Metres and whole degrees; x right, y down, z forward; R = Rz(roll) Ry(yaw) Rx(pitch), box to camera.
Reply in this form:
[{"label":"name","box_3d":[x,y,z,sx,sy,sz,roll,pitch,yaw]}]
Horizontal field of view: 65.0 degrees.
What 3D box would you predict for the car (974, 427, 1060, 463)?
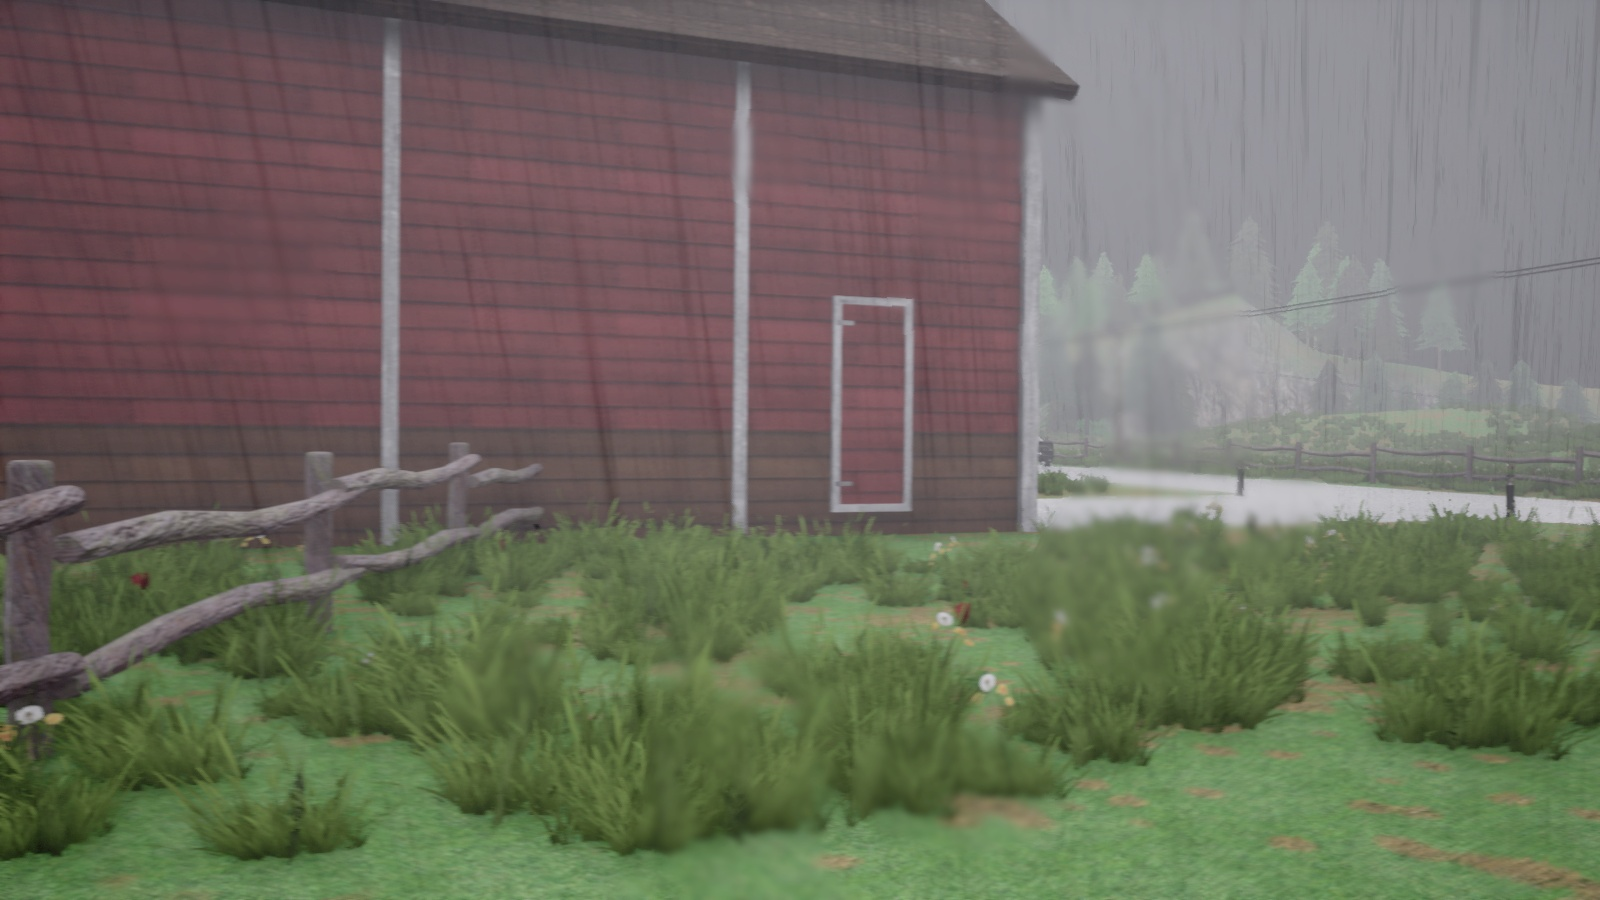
[{"label":"car","box_3d":[9.782,-0.258,57.044,1.882,1.535,5.008,-1,1,-15]}]
